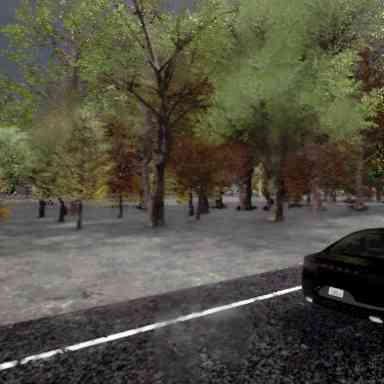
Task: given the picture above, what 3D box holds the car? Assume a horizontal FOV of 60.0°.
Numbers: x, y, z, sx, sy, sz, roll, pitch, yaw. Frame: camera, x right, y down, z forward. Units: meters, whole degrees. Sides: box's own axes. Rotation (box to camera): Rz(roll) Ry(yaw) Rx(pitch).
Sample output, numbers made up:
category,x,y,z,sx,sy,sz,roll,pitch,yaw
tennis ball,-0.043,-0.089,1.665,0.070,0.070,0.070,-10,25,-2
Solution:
category,x,y,z,sx,sy,sz,roll,pitch,yaw
car,4.366,1.481,6.849,5.008,1.535,1.882,0,0,-35
